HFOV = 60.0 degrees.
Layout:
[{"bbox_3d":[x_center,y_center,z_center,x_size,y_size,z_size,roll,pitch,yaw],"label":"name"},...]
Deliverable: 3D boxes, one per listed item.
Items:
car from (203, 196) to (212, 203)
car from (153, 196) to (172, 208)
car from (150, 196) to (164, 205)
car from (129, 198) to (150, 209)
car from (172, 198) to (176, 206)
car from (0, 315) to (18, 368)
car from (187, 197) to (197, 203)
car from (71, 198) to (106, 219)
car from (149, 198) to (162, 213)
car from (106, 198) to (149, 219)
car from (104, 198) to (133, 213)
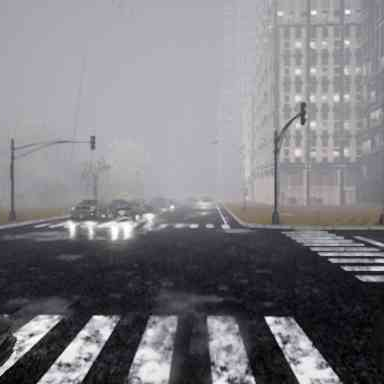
[{"bbox_3d":[3.257,1.578,70.021,1.882,1.535,5.008,0,0,3],"label":"car"},{"bbox_3d":[-4.475,1.531,48.488,1.882,1.535,5.008,0,0,3],"label":"car"},{"bbox_3d":[-6.786,1.626,64.748,1.837,1.490,4.892,0,0,3],"label":"car"},{"bbox_3d":[-7.695,1.598,49.081,2.033,1.411,5.357,0,0,3],"label":"car"},{"bbox_3d":[-3.904,1.671,58.330,1.895,1.301,4.718,0,0,4],"label":"car"},{"bbox_3d":[-3.078,1.547,1.583,2.033,1.411,5.357,0,0,1],"label":"car"},{"bbox_3d":[0.001,1.649,70.009,1.994,1.385,4.181,0,0,3],"label":"car"},{"bbox_3d":[-8.780,1.373,28.945,2.097,1.767,4.553,0,0,3],"label":"car"},{"bbox_3d":[-5.028,1.638,38.324,1.895,1.301,4.718,0,0,3],"label":"car"},{"bbox_3d":[-5.506,1.517,29.116,2.128,1.511,4.902,0,0,3],"label":"car"},{"bbox_3d":[-8.296,1.511,38.040,1.882,1.535,5.008,0,0,3],"label":"car"}]
